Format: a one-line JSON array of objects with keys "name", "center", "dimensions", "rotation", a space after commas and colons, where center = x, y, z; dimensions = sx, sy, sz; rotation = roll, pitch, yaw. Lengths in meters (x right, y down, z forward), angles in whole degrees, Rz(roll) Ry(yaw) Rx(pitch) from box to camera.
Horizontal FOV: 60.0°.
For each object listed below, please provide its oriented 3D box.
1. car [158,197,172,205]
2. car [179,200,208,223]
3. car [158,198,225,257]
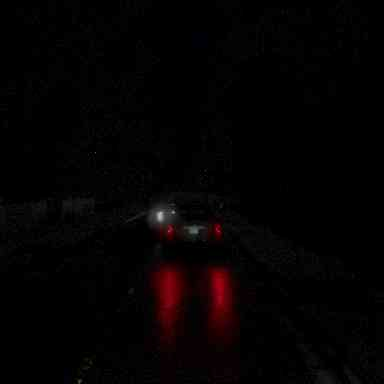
[{"name": "car", "center": [-2.663, 1.321, 37.005], "dimensions": [1.812, 1.442, 4.674], "rotation": [0, 0, 1]}, {"name": "car", "center": [0.119, 1.411, 25.742], "dimensions": [2.033, 1.411, 5.357], "rotation": [0, 0, 1]}, {"name": "car", "center": [0.089, 1.286, 12.869], "dimensions": [2.097, 1.767, 4.553], "rotation": [0, 0, 1]}]
